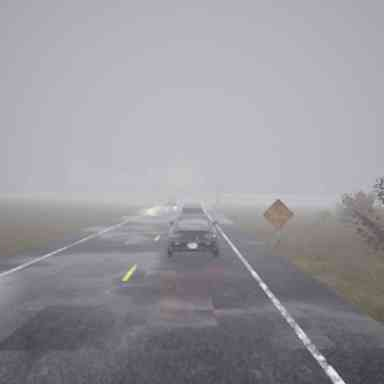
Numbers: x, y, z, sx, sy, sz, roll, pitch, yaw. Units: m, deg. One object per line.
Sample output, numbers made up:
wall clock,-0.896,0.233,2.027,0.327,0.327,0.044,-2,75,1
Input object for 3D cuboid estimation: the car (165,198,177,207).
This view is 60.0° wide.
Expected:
car,-3.589,1.816,57.730,1.837,1.490,4.892,0,0,0

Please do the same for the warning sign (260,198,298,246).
warning sign,3.538,1.188,13.651,1.300,1.860,1.060,0,-1,0

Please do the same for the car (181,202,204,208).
car,0.037,1.631,28.726,1.882,1.535,5.008,0,0,0

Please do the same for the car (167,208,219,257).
car,0.046,1.596,13.198,1.812,1.442,4.674,0,0,0
